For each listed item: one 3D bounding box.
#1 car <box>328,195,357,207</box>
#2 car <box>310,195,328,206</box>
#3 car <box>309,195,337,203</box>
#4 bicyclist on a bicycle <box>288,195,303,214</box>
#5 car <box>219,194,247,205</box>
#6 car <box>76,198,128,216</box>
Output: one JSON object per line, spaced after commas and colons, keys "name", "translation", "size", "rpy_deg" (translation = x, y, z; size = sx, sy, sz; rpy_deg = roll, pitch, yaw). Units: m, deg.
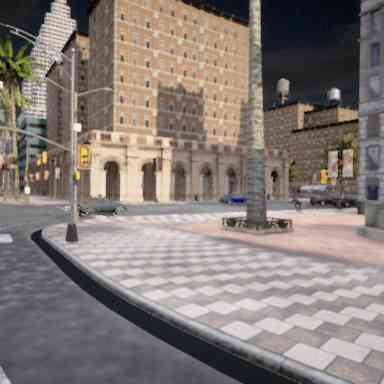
{"name": "car", "translation": [21.667, 1.288, 46.518], "size": [4.892, 1.490, 1.837], "rpy_deg": [0, 1, -33]}
{"name": "car", "translation": [19.495, 1.235, 49.282], "size": [4.892, 1.490, 1.837], "rpy_deg": [0, 1, -33]}
{"name": "car", "translation": [23.989, 1.216, 60.636], "size": [5.357, 1.411, 2.033], "rpy_deg": [0, 1, -33]}
{"name": "bicyclist on a bicycle", "translation": [9.245, 1.109, 29.712], "size": [0.582, 1.620, 1.656], "rpy_deg": [0, 0, -33]}
{"name": "car", "translation": [6.262, 1.054, 49.182], "size": [5.008, 1.535, 1.882], "rpy_deg": [0, 1, -33]}
{"name": "car", "translation": [-7.438, 1.200, 27.413], "size": [4.181, 1.385, 1.994], "rpy_deg": [0, 1, -41]}
